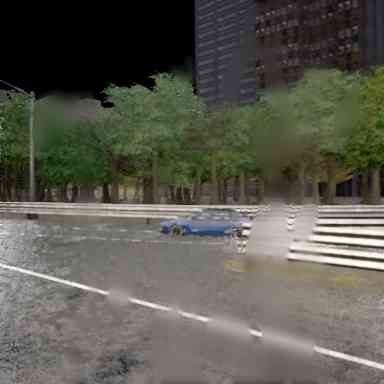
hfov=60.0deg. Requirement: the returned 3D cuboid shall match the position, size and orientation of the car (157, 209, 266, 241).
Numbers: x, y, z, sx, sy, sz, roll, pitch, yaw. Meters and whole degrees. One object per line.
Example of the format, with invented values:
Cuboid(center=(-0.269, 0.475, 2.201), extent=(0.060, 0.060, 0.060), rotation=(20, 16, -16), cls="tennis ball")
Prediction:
Cuboid(center=(1.063, 1.548, 16.408), extent=(5.357, 1.411, 2.033), rotation=(0, 0, 14), cls="car")
